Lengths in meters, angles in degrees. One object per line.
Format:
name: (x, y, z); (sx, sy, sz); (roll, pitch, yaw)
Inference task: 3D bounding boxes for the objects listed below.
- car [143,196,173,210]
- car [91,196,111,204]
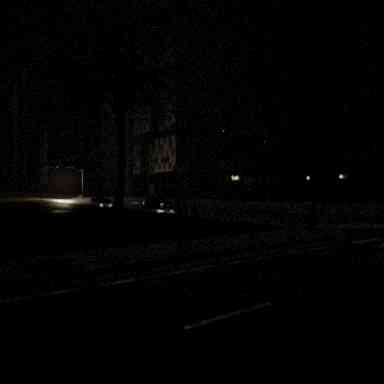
car: (-4.144, 1.286, 39.615); (1.837, 1.490, 4.892); (0, 0, -36)
car: (-15.043, 1.349, 54.926); (1.895, 1.301, 4.718); (0, 0, -36)
